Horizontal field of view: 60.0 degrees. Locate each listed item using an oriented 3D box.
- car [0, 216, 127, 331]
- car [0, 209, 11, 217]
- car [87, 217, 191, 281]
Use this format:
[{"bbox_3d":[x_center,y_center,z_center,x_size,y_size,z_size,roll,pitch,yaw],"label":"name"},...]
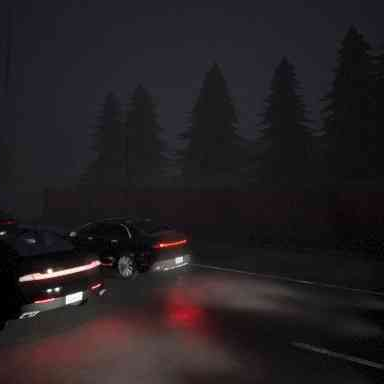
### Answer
[{"bbox_3d":[-3.866,1.492,6.777,4.902,1.511,2.128,0,0,36],"label":"car"},{"bbox_3d":[-9.937,1.505,15.451,4.892,1.490,1.837,0,0,36],"label":"car"},{"bbox_3d":[-2.298,1.505,9.962,4.892,1.490,1.837,0,0,36],"label":"car"}]
